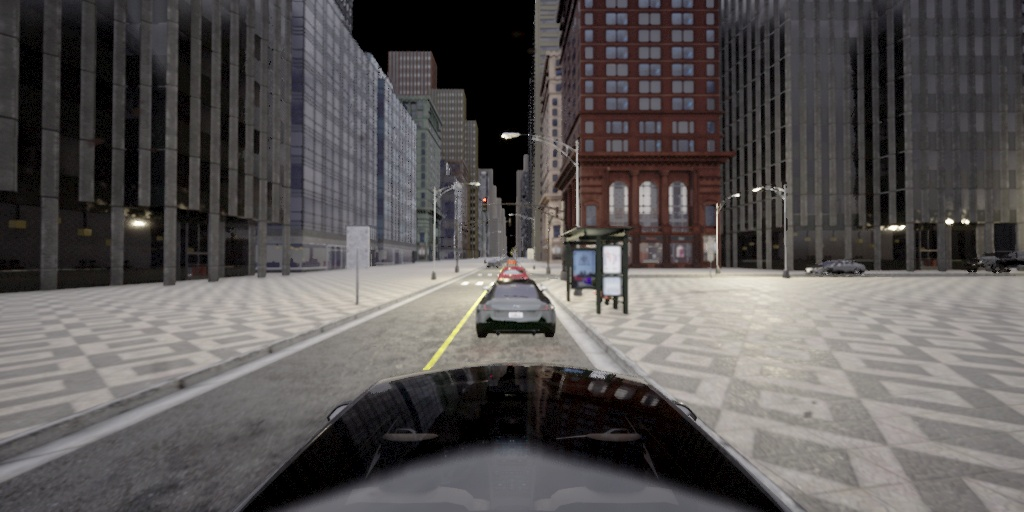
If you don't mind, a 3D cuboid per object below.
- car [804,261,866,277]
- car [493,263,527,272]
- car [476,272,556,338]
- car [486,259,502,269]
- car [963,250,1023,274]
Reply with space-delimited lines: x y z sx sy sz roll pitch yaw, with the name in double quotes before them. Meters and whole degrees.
"car" 30.725 1.180 34.179 4.902 1.511 2.128 0 -1 0
"car" 0.106 1.302 20.051 1.812 1.442 4.674 0 0 1
"car" 0.094 1.328 10.217 1.994 1.385 4.181 0 0 0
"car" -3.096 1.311 58.183 2.033 1.411 5.357 0 0 0
"car" 46.651 0.502 34.097 5.566 2.045 2.150 0 -1 0
